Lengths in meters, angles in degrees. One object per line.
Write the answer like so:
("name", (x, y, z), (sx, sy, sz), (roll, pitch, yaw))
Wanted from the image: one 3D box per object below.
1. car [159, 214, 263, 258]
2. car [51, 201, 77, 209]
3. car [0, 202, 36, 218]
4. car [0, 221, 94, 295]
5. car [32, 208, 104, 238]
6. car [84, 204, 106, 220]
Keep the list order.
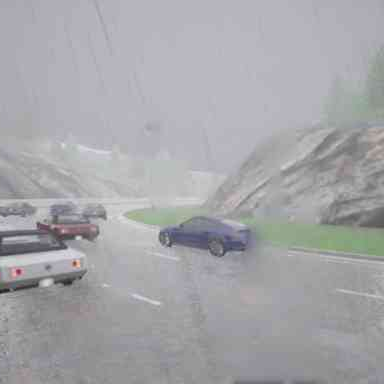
("car", (0.613, 1.619, 13.315), (1.812, 1.442, 4.674), (0, 0, -44))
("car", (-13.456, 1.650, 35.197), (1.882, 1.535, 5.008), (0, 0, -9))
("car", (-16.549, 1.685, 32.003), (2.033, 1.411, 5.357), (0, 0, -11))
("car", (-4.608, 1.639, 8.671), (1.895, 1.301, 4.718), (1, 0, -43))
("car", (-6.161, 1.682, 16.143), (1.895, 1.301, 4.718), (1, 0, -35))
("car", (-8.778, 1.724, 29.978), (1.994, 1.385, 4.181), (0, 0, -17))
